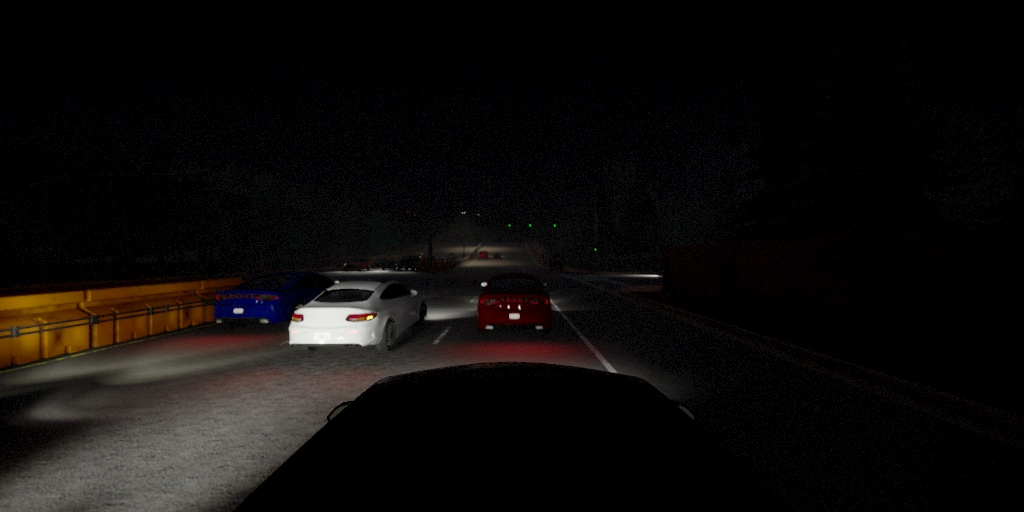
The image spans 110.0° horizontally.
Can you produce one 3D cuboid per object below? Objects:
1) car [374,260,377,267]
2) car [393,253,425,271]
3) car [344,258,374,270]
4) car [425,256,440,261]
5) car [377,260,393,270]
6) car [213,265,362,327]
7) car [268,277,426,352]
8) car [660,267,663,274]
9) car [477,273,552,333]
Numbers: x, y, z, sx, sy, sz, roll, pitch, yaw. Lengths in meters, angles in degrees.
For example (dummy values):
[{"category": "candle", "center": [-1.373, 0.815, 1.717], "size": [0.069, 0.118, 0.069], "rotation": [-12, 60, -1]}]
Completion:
[{"category": "car", "center": [-21.161, 1.295, 57.952], "size": [1.812, 1.442, 4.674], "rotation": [0, 0, 0]}, {"category": "car", "center": [-14.163, 0.988, 49.709], "size": [2.150, 2.045, 5.566], "rotation": [0, 0, 0]}, {"category": "car", "center": [-21.163, 1.118, 48.972], "size": [2.097, 1.767, 4.553], "rotation": [0, 0, 0]}, {"category": "car", "center": [-14.165, 0.991, 60.077], "size": [2.150, 2.045, 5.566], "rotation": [0, 0, 0]}, {"category": "car", "center": [-17.672, 1.259, 53.058], "size": [2.128, 1.511, 4.902], "rotation": [0, 0, 0]}, {"category": "car", "center": [-6.935, 1.231, 11.575], "size": [1.882, 1.535, 5.008], "rotation": [0, 0, 0]}, {"category": "car", "center": [-3.444, 1.278, 8.773], "size": [1.812, 1.442, 4.674], "rotation": [0, 0, 0]}, {"category": "car", "center": [17.298, 1.326, 36.434], "size": [4.181, 1.385, 1.994], "rotation": [0, 0, 0]}, {"category": "car", "center": [0.063, 1.231, 10.755], "size": [1.882, 1.535, 5.008], "rotation": [0, 0, 0]}]
